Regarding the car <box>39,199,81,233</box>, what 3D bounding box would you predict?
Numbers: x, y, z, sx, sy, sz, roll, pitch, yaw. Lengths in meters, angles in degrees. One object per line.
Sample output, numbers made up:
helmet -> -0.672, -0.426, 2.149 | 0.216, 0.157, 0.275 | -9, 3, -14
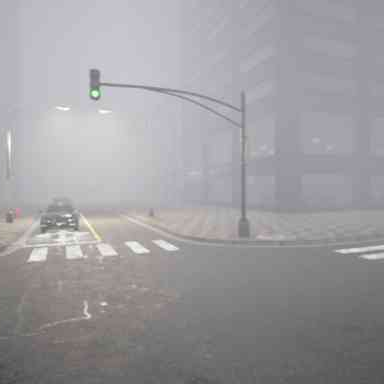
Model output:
car -> -7.508, 1.368, 19.102 | 1.837, 1.490, 4.892 | -1, 1, -19

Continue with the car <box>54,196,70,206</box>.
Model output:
car -> -19.010, 1.268, 48.765 | 1.994, 1.385, 4.181 | -1, 0, -21

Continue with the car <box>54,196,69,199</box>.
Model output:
car -> -12.181, 1.285, 31.064 | 2.128, 1.511, 4.902 | -1, 1, -21
